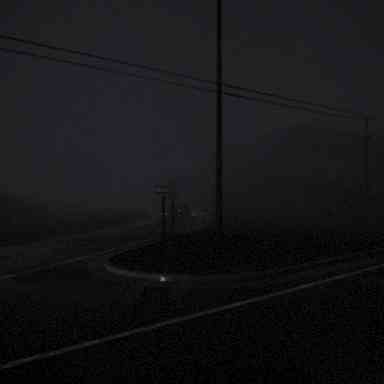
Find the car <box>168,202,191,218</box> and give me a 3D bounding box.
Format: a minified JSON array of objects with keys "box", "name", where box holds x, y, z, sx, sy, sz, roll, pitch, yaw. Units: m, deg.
[{"box":[-1.115,1.575,30.082,1.994,1.385,4.181,0,0,-1],"name":"car"}]
